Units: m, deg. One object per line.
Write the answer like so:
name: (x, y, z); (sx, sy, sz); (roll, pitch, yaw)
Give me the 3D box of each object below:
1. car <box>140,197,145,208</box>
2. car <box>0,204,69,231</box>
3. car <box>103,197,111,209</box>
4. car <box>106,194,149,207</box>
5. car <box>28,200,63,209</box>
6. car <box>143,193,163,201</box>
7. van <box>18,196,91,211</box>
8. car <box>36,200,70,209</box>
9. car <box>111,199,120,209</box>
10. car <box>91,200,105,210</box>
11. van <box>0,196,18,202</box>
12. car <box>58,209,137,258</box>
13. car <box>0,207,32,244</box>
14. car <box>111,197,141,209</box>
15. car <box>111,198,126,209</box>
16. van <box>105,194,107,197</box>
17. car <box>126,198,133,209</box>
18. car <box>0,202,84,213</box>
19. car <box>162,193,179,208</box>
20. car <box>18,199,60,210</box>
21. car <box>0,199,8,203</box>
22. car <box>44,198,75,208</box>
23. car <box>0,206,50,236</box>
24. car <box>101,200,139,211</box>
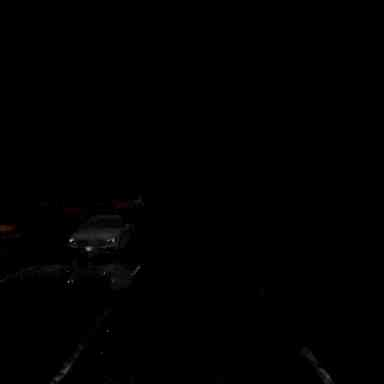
car: (-10.374, 1.917, 50.238); (5.366, 1.575, 1.946); (0, -1, 0)
car: (-10.224, 1.634, 19.712); (4.792, 1.488, 2.163); (0, 0, 0)
car: (-10.261, 1.548, 30.815); (4.553, 1.767, 2.185); (0, 0, 0)
car: (-10.212, 1.709, 53.017); (5.566, 2.045, 2.435); (0, -1, 0)
car: (-23.260, 2.000, 53.053); (4.674, 1.452, 2.002); (0, -1, 0)
car: (-10.344, 1.722, 88.383); (4.792, 1.488, 2.163); (0, 0, 0)
van: (-10.358, 1.412, 25.266); (4.442, 1.987, 1.878); (0, 0, 0)
car: (-23.228, 2.030, 55.823); (4.792, 1.488, 2.163); (0, -1, 0)
car: (-10.218, 1.697, 33.593); (4.892, 1.521, 2.231); (0, -1, 0)
car: (-10.265, 1.684, 28.041); (4.792, 1.488, 2.163); (0, 0, 0)
van: (-23.409, 1.532, 39.085); (4.442, 1.987, 1.878); (0, -1, 0)
car: (-3.346, 1.589, 13.126); (1.812, 1.442, 4.674); (0, 0, 0)
car: (-10.079, 1.569, 14.159); (5.366, 1.575, 1.946); (0, 0, 0)
car: (-10.015, 1.835, 44.686); (5.366, 1.575, 1.946); (0, -1, 0)
car: (-10.403, 1.722, 36.361); (5.366, 1.575, 1.946); (0, -1, 0)
van: (-23.326, 1.467, 88.340); (4.442, 1.987, 1.878); (1, 0, 0)
car: (-10.027, 1.755, 39.013); (5.366, 1.575, 1.946); (0, -1, 0)
car: (-10.218, 1.651, 22.488); (4.792, 1.488, 2.163); (0, 0, 0)
car: (-3.357, 1.697, 56.166); (2.150, 2.045, 5.566); (0, -1, 0)
car: (-23.083, 1.916, 50.283); (5.366, 1.575, 1.946); (0, -1, 0)
car: (-23.327, 1.753, 36.311); (4.792, 1.488, 2.163); (0, -1, 0)
car: (-23.283, 1.914, 58.471); (4.553, 1.767, 2.185); (0, -1, 0)
car: (-10.230, 1.618, 16.936); (4.792, 1.488, 2.163); (0, 0, 0)
car: (-10.201, 1.880, 47.461); (4.892, 1.521, 2.231); (0, -1, 0)
